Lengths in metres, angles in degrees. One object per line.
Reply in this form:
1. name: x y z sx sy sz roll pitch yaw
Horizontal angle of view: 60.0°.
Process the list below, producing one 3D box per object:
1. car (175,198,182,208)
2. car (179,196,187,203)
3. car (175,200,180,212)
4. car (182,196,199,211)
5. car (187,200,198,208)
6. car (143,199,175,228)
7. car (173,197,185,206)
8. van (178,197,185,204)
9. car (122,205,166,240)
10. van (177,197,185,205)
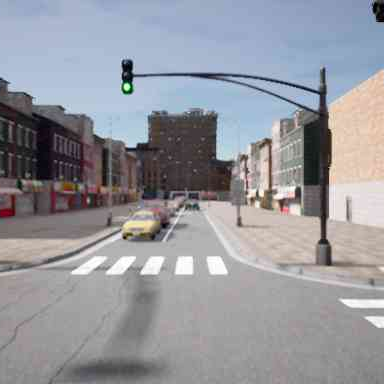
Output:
1. car: -2.617 1.896 45.294 1.752 1.417 4.829 0 -1 0
2. car: -2.595 2.107 94.462 2.192 1.841 5.009 0 0 0
3. car: -2.622 1.826 34.577 2.008 1.369 4.403 0 0 0
4. car: 0.020 1.754 48.775 2.097 1.767 4.553 0 -1 0
5. car: 0.024 2.095 58.954 1.895 1.301 4.718 0 -1 0
6. car: -2.625 1.498 23.690 2.192 1.841 5.009 0 0 0
7. car: -2.607 1.882 67.242 2.192 1.841 5.009 0 -1 0
8. van: -2.600 2.045 83.574 1.690 1.788 3.998 0 0 0
9. car: -2.628 1.663 18.076 1.752 1.417 4.829 0 0 0
10. van: -2.602 2.000 78.130 1.690 1.788 3.998 0 0 0
